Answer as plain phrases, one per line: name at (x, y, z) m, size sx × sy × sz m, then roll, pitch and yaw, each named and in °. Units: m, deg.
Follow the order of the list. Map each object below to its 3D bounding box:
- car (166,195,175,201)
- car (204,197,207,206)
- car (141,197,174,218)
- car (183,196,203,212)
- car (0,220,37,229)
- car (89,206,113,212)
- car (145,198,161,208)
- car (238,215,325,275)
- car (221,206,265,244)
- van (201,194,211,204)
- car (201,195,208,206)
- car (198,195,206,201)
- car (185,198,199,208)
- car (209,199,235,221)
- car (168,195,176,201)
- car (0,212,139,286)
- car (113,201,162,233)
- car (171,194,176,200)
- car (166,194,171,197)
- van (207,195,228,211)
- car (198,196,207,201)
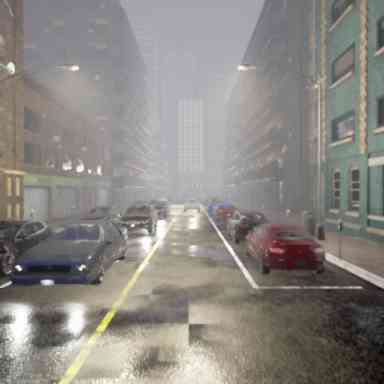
car at (-5.664, 1.633, 87.589) m, size 1.887 × 1.381 × 4.507 m, roll 0°, pitch 0°, yaw 0°
car at (2.698, 1.595, 37.863) m, size 1.947 × 1.339 × 4.313 m, roll 0°, pitch 0°, yaw 0°
car at (-3.076, 1.513, 30.330) m, size 2.128 × 1.511 × 4.902 m, roll 0°, pitch 0°, yaw 0°
car at (0.014, 1.556, 39.702) m, size 1.812 × 1.442 × 4.674 m, roll 0°, pitch 0°, yaw 0°
car at (-5.693, 1.572, 10.261) m, size 1.947 × 1.339 × 4.313 m, roll 0°, pitch 0°, yaw 0°
car at (-5.689, 1.580, 21.308) m, size 1.947 × 1.339 × 4.313 m, roll 0°, pitch 0°, yaw 0°
car at (-5.678, 1.621, 48.925) m, size 1.802 × 1.307 × 4.206 m, roll 0°, pitch 0°, yaw 0°
car at (2.688, 1.588, 10.246) m, size 1.802 × 1.307 × 4.206 m, roll 0°, pitch 0°, yaw 0°
car at (2.690, 1.576, 15.769) m, size 1.947 × 1.339 × 4.313 m, roll 0°, pitch 0°, yaw 0°
van at (2.706, 1.401, 65.481) m, size 1.690 × 1.788 × 3.998 m, roll -1°, pitch 0°, yaw 0°
car at (2.704, 1.572, 54.603) m, size 1.752 × 1.417 × 4.829 m, roll 0°, pitch 0°, yaw 0°
car at (2.718, 1.648, 93.096) m, size 2.008 × 1.369 × 4.403 m, roll -1°, pitch 0°, yaw 0°
car at (0.021, 1.642, 49.982) m, size 1.895 × 1.301 × 4.718 m, roll 0°, pitch 0°, yaw 0°
car at (2.694, 1.563, 26.816) m, size 1.887 × 1.381 × 4.507 m, roll 0°, pitch 0°, yaw 0°
car at (-5.663, 1.641, 93.113) m, size 1.887 × 1.381 × 4.507 m, roll 0°, pitch 0°, yaw 0°
car at (-3.098, 1.553, 9.767) m, size 2.033 × 1.411 × 5.357 m, roll 0°, pitch 0°, yaw 0°
car at (-3.090, 1.518, 19.886) m, size 1.837 × 1.490 × 4.892 m, roll 0°, pitch 0°, yaw 0°
car at (-5.666, 1.647, 82.066) m, size 1.947 × 1.339 × 4.313 m, roll 0°, pitch 0°, yaw 0°
car at (-5.673, 1.584, 65.326) m, size 1.752 × 1.417 × 4.829 m, roll 0°, pitch 0°, yaw 0°
van at (2.694, 1.365, 32.339) m, size 1.690 × 1.788 × 3.998 m, roll 0°, pitch 0°, yaw 0°
car at (2.716, 1.640, 87.573) m, size 2.008 × 1.369 × 4.403 m, roll -1°, pitch 0°, yaw 0°
